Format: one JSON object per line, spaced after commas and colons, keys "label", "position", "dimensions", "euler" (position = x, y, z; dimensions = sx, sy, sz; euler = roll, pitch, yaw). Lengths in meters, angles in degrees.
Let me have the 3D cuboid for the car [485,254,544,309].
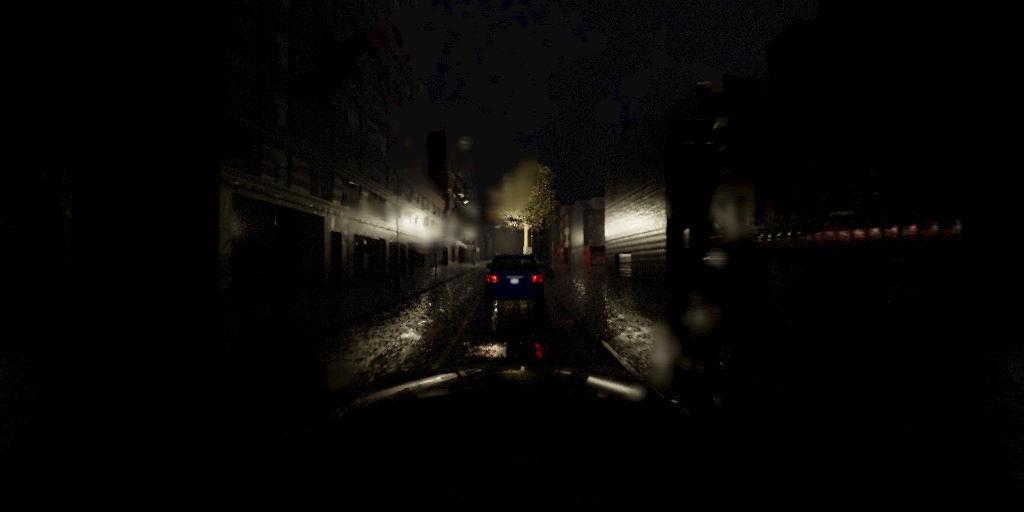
{"label": "car", "position": [0.099, 0.923, 14.901], "dimensions": [2.150, 2.045, 5.566], "euler": [0, 1, 0]}
